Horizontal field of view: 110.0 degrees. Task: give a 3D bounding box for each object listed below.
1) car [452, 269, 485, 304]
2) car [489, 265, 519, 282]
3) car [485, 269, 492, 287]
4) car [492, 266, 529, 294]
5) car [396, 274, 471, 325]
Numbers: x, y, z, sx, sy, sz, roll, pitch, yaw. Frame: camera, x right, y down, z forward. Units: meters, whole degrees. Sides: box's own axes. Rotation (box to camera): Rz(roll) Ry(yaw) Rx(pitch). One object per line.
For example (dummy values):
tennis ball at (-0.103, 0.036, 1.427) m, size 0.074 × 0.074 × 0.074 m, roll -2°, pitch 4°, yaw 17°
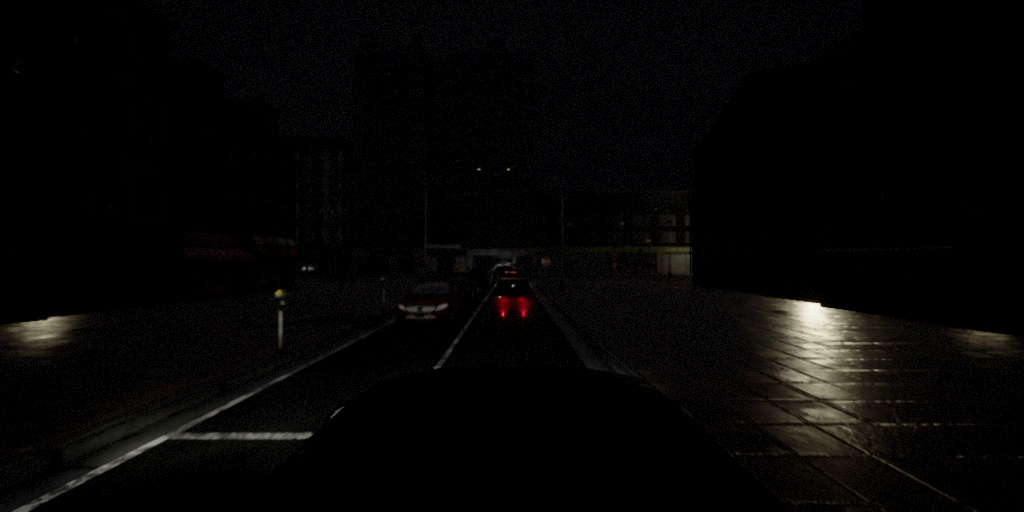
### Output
car at (-2.632, 1.531, 17.776) m, size 1.948 × 1.339 × 4.313 m, roll 0°, pitch 0°, yaw 0°
car at (-0.902, 1.723, 36.378) m, size 1.837 × 1.490 × 4.892 m, roll 1°, pitch -1°, yaw -16°
car at (-2.629, 1.677, 28.679) m, size 1.948 × 1.339 × 4.313 m, roll 0°, pitch 0°, yaw 0°
car at (0.079, 1.526, 22.951) m, size 2.128 × 1.511 × 4.902 m, roll 0°, pitch -1°, yaw 0°
car at (-2.634, 1.474, 12.324) m, size 1.802 × 1.307 × 4.207 m, roll 0°, pitch 0°, yaw 0°
